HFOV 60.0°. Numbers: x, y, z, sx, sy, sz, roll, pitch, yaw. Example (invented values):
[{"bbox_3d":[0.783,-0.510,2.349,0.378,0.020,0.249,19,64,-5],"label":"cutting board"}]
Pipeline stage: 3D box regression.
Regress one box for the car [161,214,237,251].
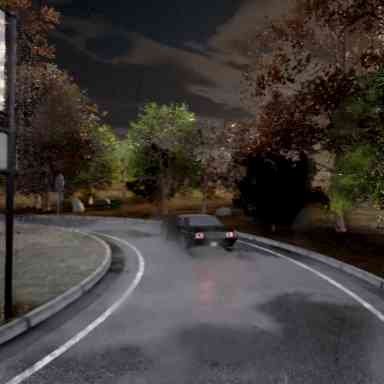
[{"bbox_3d":[0.069,1.606,14.294,1.895,1.301,4.718,1,0,-19],"label":"car"}]
